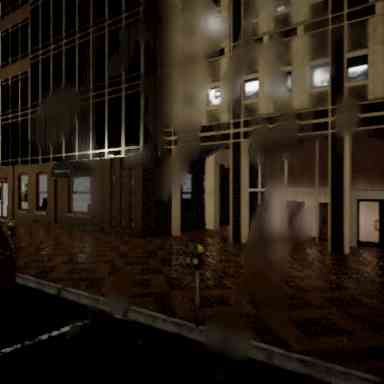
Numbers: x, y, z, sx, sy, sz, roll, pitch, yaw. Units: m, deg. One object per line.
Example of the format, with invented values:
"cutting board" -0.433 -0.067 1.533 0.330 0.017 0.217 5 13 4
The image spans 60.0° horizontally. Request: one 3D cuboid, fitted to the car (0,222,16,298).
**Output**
"car" -5.647 1.264 6.906 5.009 1.841 2.192 0 0 35
